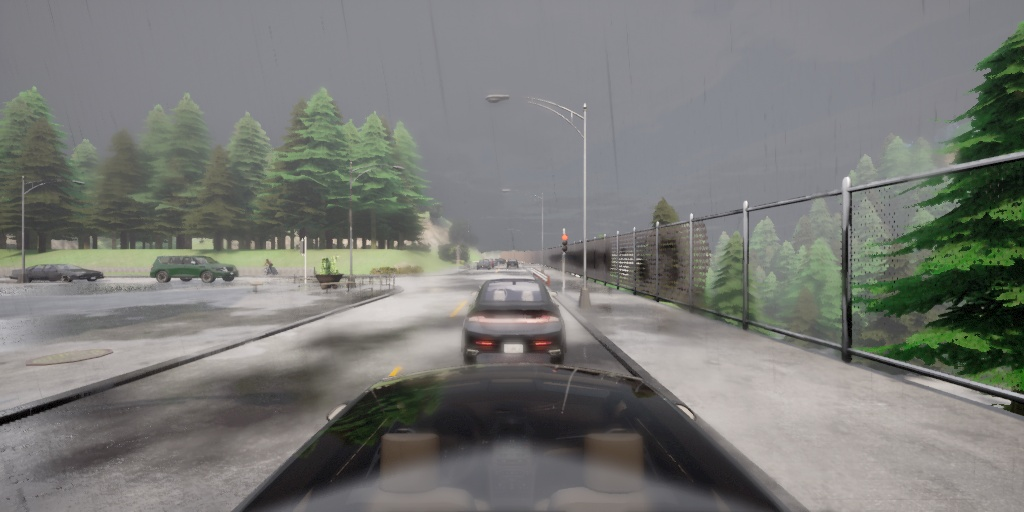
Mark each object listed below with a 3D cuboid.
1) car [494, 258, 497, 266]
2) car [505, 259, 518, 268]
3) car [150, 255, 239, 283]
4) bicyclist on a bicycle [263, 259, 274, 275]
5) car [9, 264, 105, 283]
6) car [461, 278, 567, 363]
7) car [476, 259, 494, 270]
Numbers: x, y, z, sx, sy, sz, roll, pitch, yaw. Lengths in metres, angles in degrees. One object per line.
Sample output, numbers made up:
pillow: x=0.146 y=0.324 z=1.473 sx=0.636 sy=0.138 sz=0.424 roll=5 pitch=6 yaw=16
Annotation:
car: x=-4.062 y=1.228 z=62.004 sx=1.882 sy=1.535 sz=5.008 roll=0 pitch=0 yaw=0
car: x=0.107 y=1.227 z=63.094 sx=1.882 sy=1.535 sz=5.008 roll=0 pitch=0 yaw=0
car: x=-23.956 y=0.971 z=27.146 sx=5.566 sy=2.045 sz=2.150 roll=0 pitch=0 yaw=0
bicyclist on a bicycle: x=-24.152 y=1.099 z=35.543 sx=0.582 sy=1.620 sz=1.656 roll=0 pitch=0 yaw=0
car: x=-34.389 y=1.297 z=27.157 sx=5.357 sy=1.411 sz=2.033 roll=0 pitch=0 yaw=0
car: x=0.047 y=1.241 z=8.061 sx=2.128 sy=1.511 sz=4.902 roll=0 pitch=0 yaw=1
car: x=-4.089 y=1.255 z=52.481 sx=1.837 sy=1.490 sz=4.892 roll=0 pitch=0 yaw=0
